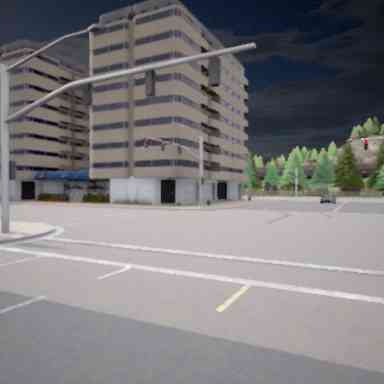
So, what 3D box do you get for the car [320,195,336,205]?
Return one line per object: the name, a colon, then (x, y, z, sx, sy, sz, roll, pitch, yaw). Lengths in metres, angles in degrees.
car: (19.766, 1.109, 48.266, 1.994, 1.385, 4.181, 0, 1, 27)
